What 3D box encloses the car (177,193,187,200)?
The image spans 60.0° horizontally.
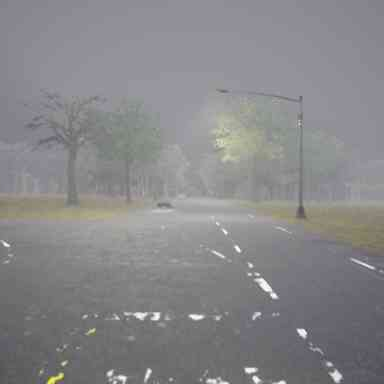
[{"bbox_3d":[-2.630,1.256,85.178,2.097,1.767,4.553,0,0,6],"label":"car"}]

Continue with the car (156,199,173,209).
[{"bbox_3d":[-3.523,1.504,43.215,1.895,1.301,4.718,0,0,0],"label":"car"}]
